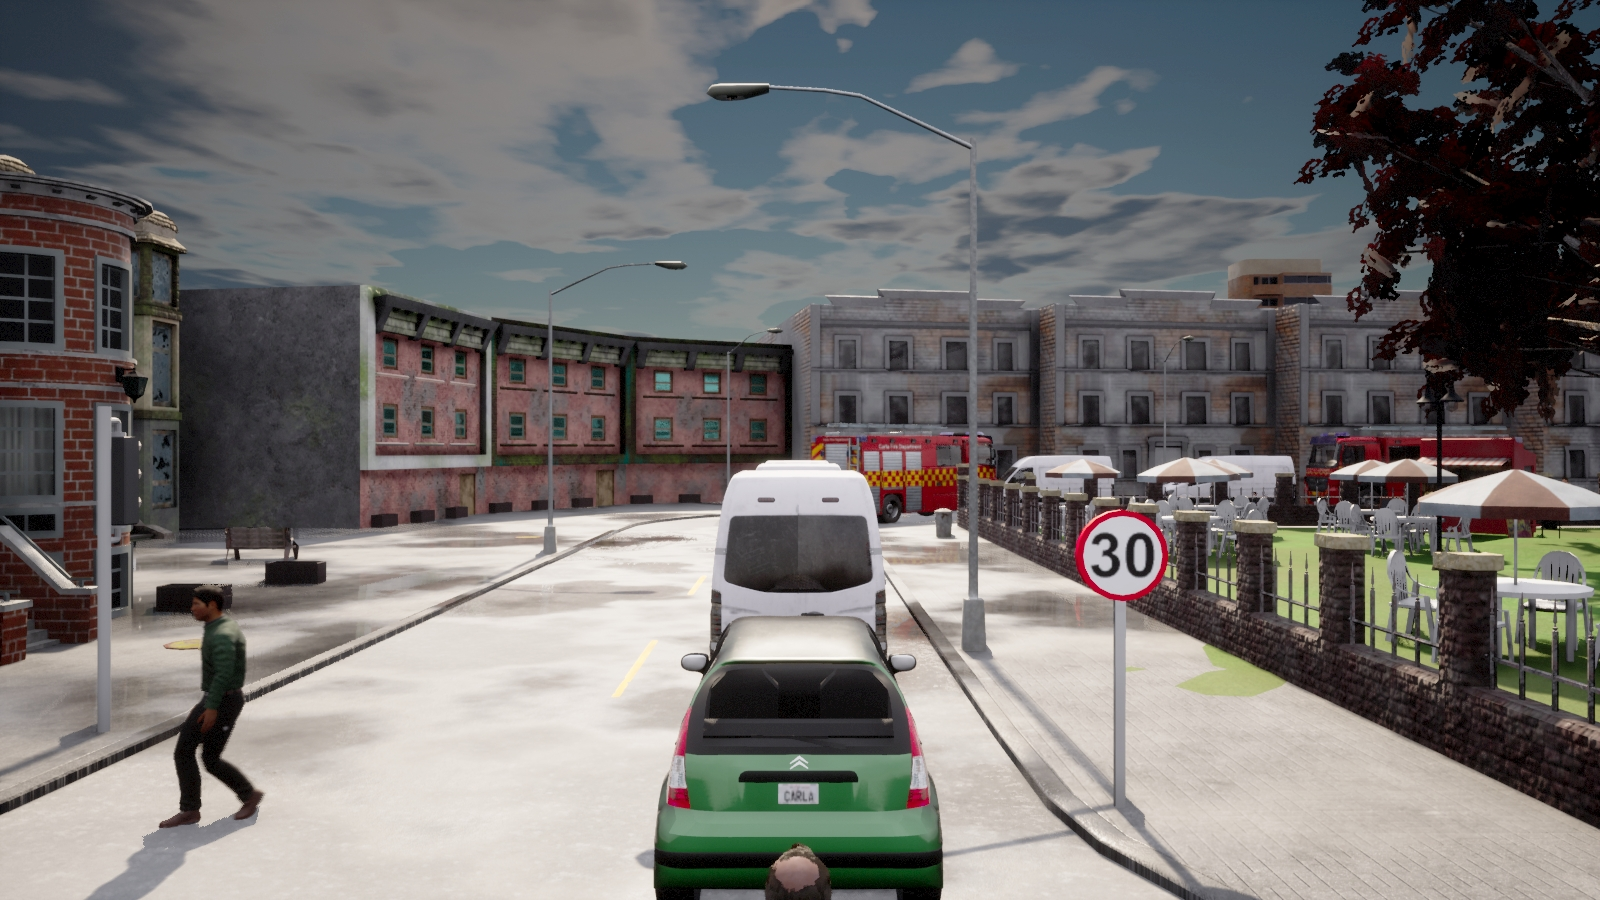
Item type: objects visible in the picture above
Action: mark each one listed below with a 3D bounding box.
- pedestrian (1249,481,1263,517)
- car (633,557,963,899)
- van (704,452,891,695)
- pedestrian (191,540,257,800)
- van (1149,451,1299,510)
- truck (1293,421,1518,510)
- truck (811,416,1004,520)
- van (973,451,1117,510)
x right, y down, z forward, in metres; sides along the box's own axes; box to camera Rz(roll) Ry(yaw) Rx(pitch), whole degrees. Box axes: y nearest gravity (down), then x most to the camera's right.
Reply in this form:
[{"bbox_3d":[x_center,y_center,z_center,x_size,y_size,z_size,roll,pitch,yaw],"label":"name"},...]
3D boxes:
[{"bbox_3d":[16.736,1.805,41.910,0.375,1.300,0.375,0,0,6],"label":"pedestrian"},{"bbox_3d":[-0.015,1.779,8.404,1.851,1.617,3.988,0,0,0],"label":"car"},{"bbox_3d":[-0.025,1.315,15.105,1.988,2.561,5.915,0,0,0],"label":"van"},{"bbox_3d":[-4.339,1.629,8.609,0.375,1.860,0.375,0,0,-39],"label":"pedestrian"},{"bbox_3d":[18.656,1.314,50.452,5.915,2.561,1.988,0,0,0],"label":"van"},{"bbox_3d":[26.739,0.670,50.713,8.468,3.827,2.891,0,0,0],"label":"truck"},{"bbox_3d":[4.502,0.672,46.247,8.468,3.827,2.891,0,0,-43],"label":"truck"},{"bbox_3d":[10.768,1.314,50.430,5.915,2.561,1.988,0,0,0],"label":"van"}]
